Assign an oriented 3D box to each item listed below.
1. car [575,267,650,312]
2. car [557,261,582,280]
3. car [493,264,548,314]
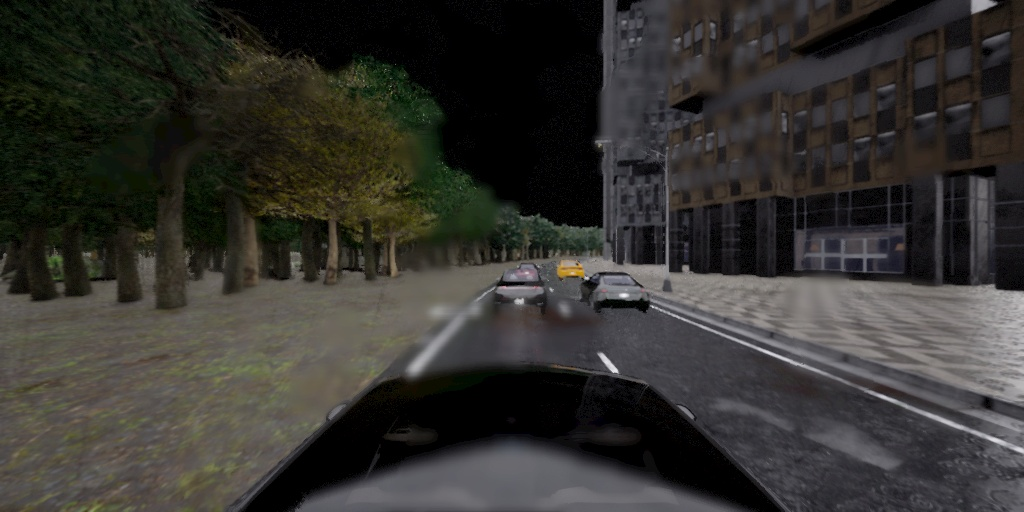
[{"bbox_3d":[3.881,1.300,14.158,1.994,1.385,4.181,0,0,2],"label":"car"},{"bbox_3d":[4.890,1.165,30.184,1.882,1.535,5.008,0,0,5],"label":"car"},{"bbox_3d":[0.358,1.224,13.687,2.128,1.511,4.902,0,0,2],"label":"car"}]
